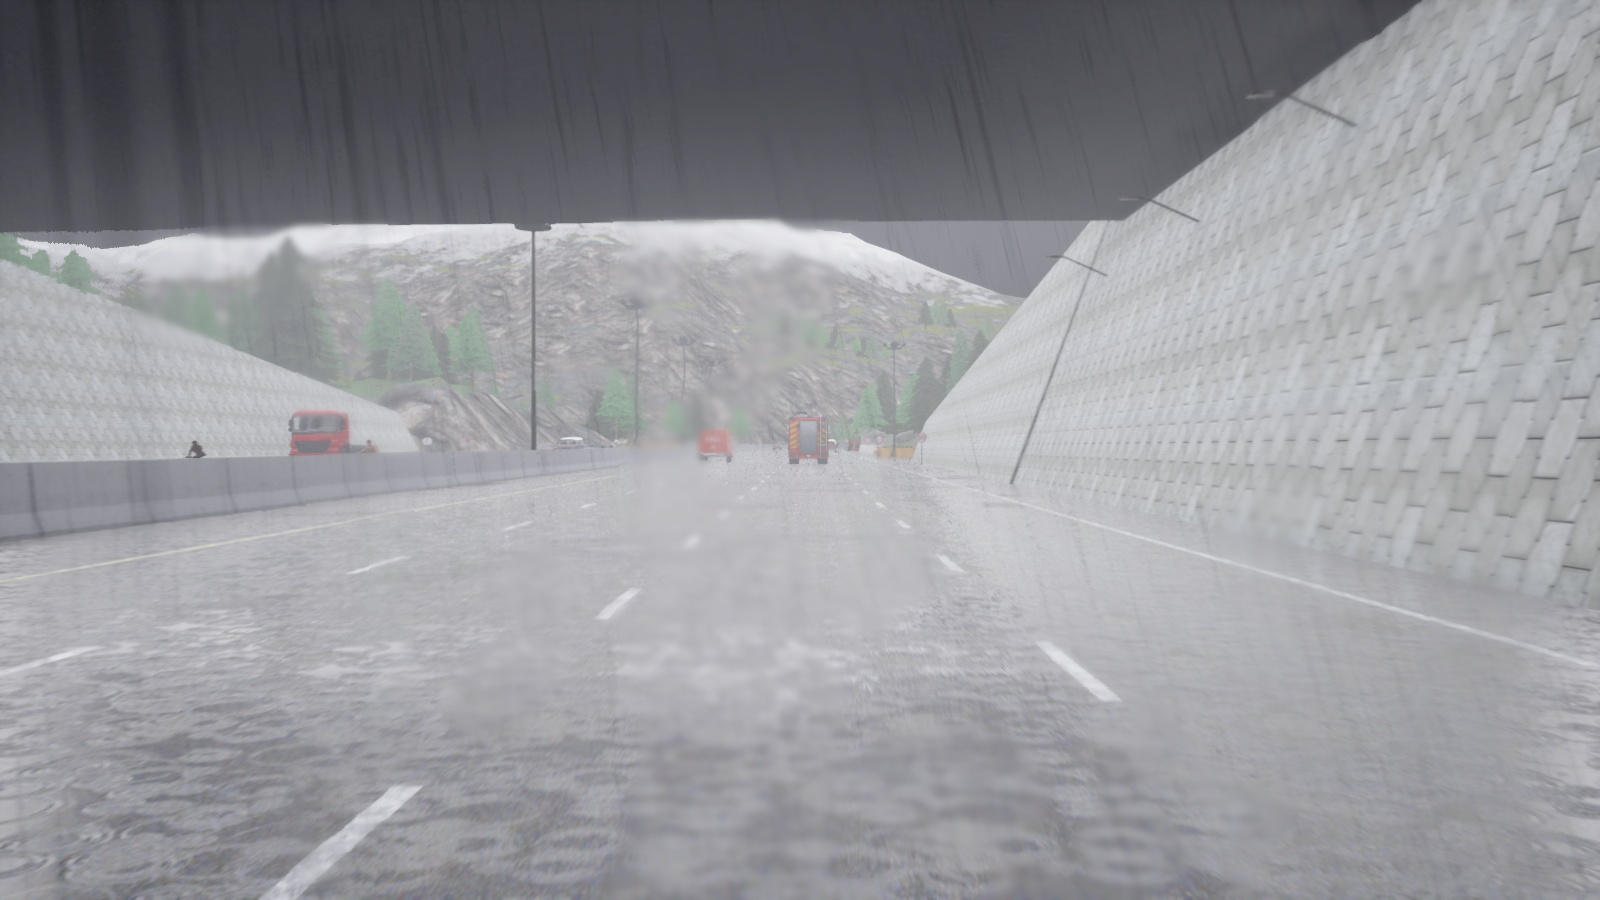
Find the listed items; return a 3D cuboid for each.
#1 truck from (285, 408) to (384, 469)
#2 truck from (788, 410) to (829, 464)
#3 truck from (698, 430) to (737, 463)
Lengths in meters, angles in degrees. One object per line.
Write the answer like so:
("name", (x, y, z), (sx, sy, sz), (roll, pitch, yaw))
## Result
("truck", (-27.504, -0.673, 74.653), (2.891, 3.462, 7.936), (0, 0, 0))
("truck", (0.615, -0.931, 92.101), (2.891, 3.827, 8.468), (0, 0, 0))
("truck", (-6.353, -0.281, 96.847), (2.627, 2.467, 5.204), (0, 1, 0))
